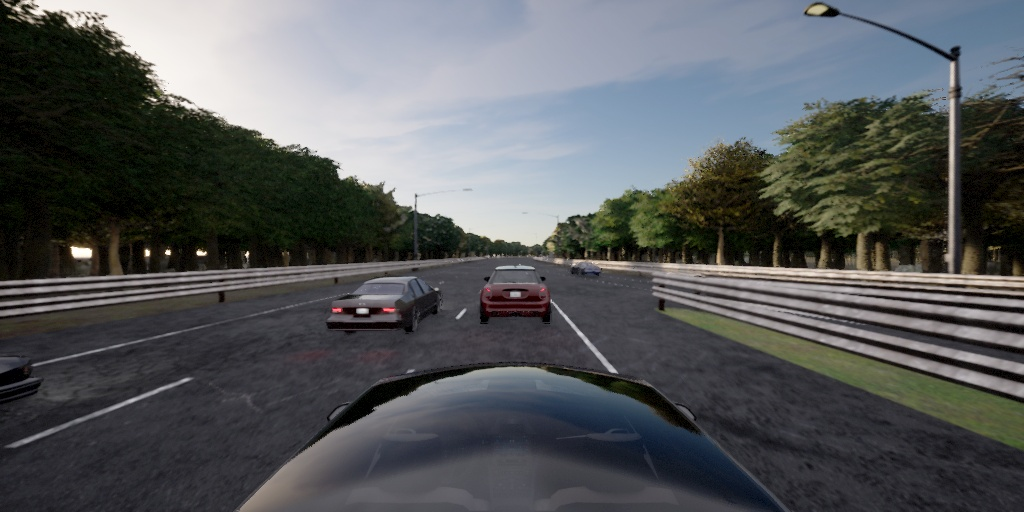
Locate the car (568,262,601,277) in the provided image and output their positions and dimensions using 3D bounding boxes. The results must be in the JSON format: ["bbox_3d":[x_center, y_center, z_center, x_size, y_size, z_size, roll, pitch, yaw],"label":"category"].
[{"bbox_3d":[7.396,1.329,36.872,2.033,1.411,5.357,0,0,-9],"label":"car"}]

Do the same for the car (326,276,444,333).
[{"bbox_3d":[-3.398,1.298,10.658,2.033,1.411,5.357,0,0,0],"label":"car"}]

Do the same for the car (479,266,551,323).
[{"bbox_3d":[0.100,1.102,12.237,2.097,1.767,4.553,0,0,0],"label":"car"}]

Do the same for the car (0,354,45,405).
[{"bbox_3d":[-6.900,1.298,2.024,2.033,1.411,5.357,0,0,0],"label":"car"}]
